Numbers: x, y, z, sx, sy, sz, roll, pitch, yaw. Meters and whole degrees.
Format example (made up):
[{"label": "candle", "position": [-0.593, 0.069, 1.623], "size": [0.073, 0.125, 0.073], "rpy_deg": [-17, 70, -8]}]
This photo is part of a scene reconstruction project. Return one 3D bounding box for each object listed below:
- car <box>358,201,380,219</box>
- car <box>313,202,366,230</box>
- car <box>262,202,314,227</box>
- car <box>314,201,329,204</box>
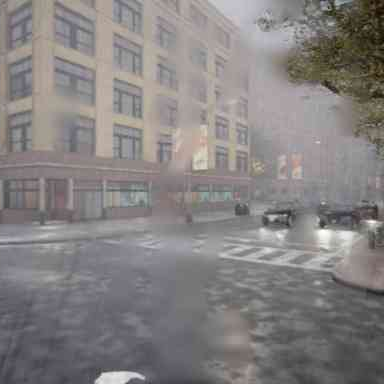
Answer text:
[{"label": "car", "position": [15.443, 1.529, 29.682], "size": [1.812, 1.442, 4.674], "rpy_deg": [0, 0, 35]}, {"label": "car", "position": [9.605, 1.567, 21.473], "size": [1.994, 1.385, 4.181], "rpy_deg": [0, 0, 35]}, {"label": "car", "position": [6.477, 1.496, 23.097], "size": [2.128, 1.511, 4.902], "rpy_deg": [0, 0, 35]}, {"label": "car", "position": [12.246, 1.569, 31.232], "size": [1.994, 1.385, 4.181], "rpy_deg": [0, 0, 36]}]
